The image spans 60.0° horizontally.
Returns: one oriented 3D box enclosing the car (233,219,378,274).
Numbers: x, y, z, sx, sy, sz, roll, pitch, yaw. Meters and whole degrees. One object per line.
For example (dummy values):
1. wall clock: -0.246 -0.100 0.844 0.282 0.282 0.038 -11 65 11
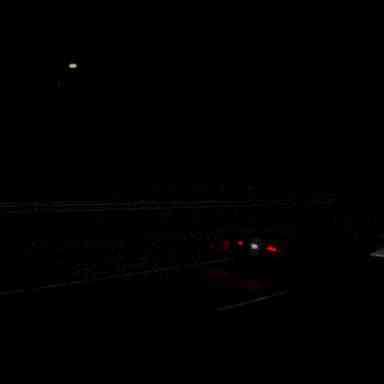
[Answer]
1. car: 3.798 1.581 10.719 5.357 1.411 2.033 0 0 -35
